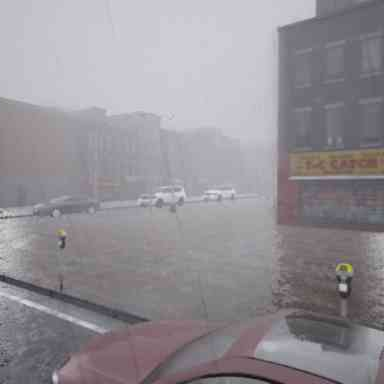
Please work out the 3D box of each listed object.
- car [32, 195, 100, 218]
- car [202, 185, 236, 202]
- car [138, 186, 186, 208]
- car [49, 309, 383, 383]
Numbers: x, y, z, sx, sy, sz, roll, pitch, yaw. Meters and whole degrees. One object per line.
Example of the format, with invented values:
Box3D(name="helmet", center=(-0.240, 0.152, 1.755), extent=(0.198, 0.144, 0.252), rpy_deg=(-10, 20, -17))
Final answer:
Box3D(name="car", center=(-9.003, 0.990, 24.086), extent=(1.837, 1.490, 4.892), rpy_deg=(1, 2, 35))
Box3D(name="car", center=(3.430, 0.165, 41.567), extent=(2.150, 2.045, 5.566), rpy_deg=(1, 2, 35))
Box3D(name="car", center=(-2.820, 0.431, 32.791), extent=(2.150, 2.045, 5.566), rpy_deg=(1, 2, 35))
Box3D(name="car", center=(0.670, 1.580, 2.327), extent=(4.206, 1.307, 1.802), rpy_deg=(0, 0, 35))
